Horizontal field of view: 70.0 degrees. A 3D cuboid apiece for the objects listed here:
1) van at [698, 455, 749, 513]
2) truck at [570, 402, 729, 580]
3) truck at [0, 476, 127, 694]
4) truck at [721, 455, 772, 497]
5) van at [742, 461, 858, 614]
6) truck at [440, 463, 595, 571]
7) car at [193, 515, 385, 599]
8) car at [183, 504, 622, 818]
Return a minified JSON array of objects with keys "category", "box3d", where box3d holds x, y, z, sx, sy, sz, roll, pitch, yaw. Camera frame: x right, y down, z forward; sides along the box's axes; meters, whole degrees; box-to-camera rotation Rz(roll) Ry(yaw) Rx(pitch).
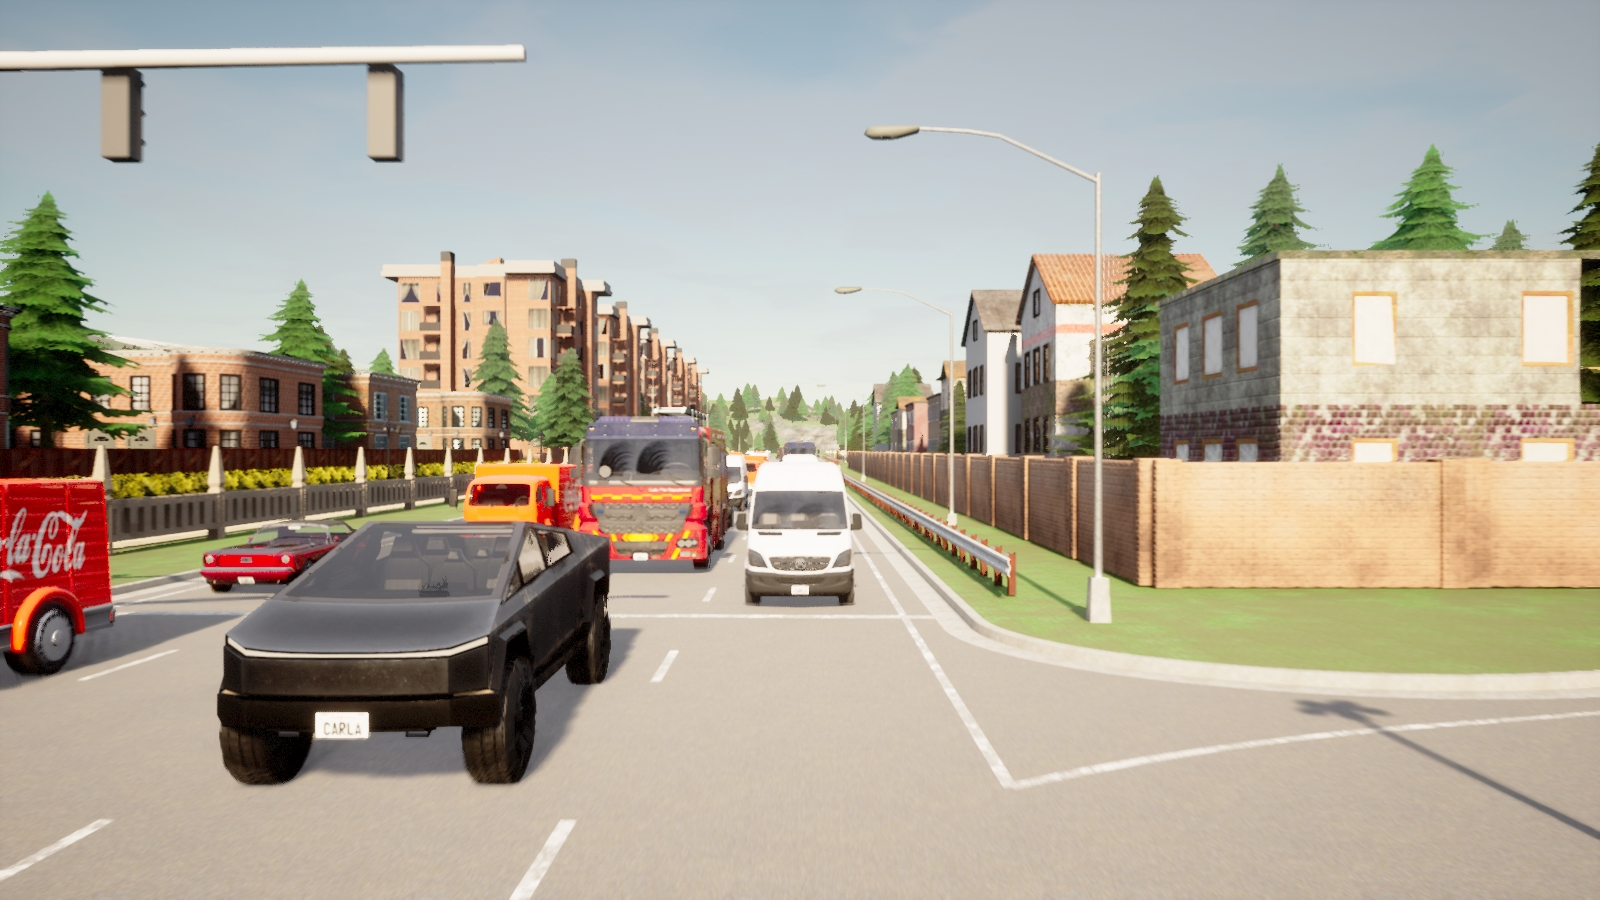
[{"category":"van","box3d":[-3.497,1.535,53.500,1.988,2.561,5.915,0,0,0]},{"category":"truck","box3d":[-3.497,0.890,28.833,2.891,3.827,8.468,0,0,0]},{"category":"truck","box3d":[-10.503,1.572,12.989,2.627,2.467,5.204,0,0,0]},{"category":"truck","box3d":[-3.252,1.561,70.706,2.627,2.467,5.204,0,0,3]},{"category":"van","box3d":[-0.014,1.534,22.577,1.988,2.561,5.915,0,0,0]},{"category":"truck","box3d":[-7.000,1.572,29.028,2.627,2.467,5.204,0,0,0]},{"category":"car","box3d":[-10.500,2.155,23.921,1.895,1.301,4.718,0,0,0]},{"category":"car","box3d":[-3.513,1.754,11.836,2.390,2.098,6.274,0,0,0]}]
